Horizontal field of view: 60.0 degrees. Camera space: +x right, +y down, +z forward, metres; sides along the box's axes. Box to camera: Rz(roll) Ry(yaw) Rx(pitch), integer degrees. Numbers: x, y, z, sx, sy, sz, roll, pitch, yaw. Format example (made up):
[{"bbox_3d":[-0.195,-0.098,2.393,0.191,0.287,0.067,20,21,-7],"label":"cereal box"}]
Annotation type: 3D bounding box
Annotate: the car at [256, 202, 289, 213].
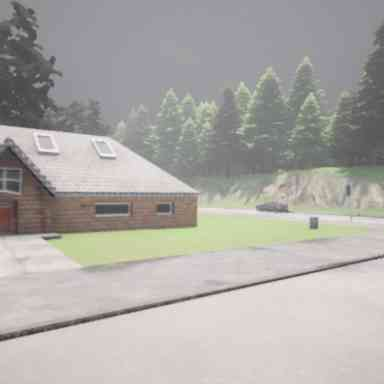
[{"bbox_3d":[10.038,1.886,41.885,1.994,1.385,4.181,1,0,-35],"label":"car"}]
